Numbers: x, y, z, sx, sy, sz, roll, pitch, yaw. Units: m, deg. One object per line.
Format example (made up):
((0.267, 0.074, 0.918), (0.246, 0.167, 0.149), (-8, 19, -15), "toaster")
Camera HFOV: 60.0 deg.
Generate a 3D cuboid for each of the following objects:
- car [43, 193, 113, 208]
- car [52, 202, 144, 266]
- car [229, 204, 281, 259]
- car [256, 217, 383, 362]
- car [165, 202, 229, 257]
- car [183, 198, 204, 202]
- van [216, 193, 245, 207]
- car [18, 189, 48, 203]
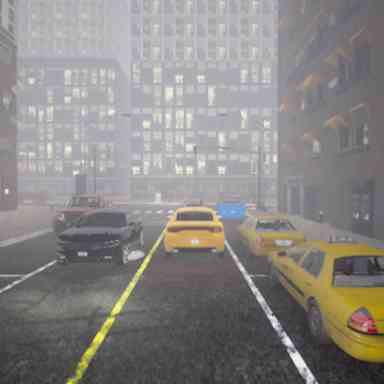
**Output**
((-5.314, 1.060, 17.105), (2.192, 1.841, 5.009), (0, 1, 0), "car")
((-2.814, 1.311, 11.114), (1.882, 1.535, 5.008), (0, 0, 0), "car")
((2.566, 1.351, 11.639), (1.752, 1.417, 4.829), (0, 1, 0), "car")
((2.567, 1.434, 6.000), (1.752, 1.417, 4.829), (0, 1, 0), "car")
((0.095, 1.296, 12.159), (1.882, 1.535, 5.008), (0, 0, 0), "car")
((0.099, 1.140, 23.717), (2.128, 1.511, 4.902), (0, 1, 0), "car")
((2.564, 1.004, 22.746), (1.690, 1.788, 3.998), (0, 1, 0), "van")
((-20.883, 0.472, 42.712), (5.009, 1.841, 2.192), (1, 0, 0), "car")
